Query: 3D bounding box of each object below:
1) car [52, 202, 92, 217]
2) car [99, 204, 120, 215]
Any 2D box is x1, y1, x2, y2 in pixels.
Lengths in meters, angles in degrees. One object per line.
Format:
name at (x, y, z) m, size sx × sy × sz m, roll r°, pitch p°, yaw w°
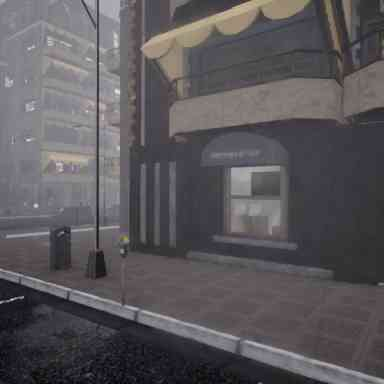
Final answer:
car at (-12.690, 1.821, 35.246) m, size 1.967 × 1.590 × 4.097 m, roll -1°, pitch -1°, yaw 35°
car at (-9.407, 2.063, 39.871) m, size 1.802 × 1.307 × 4.206 m, roll -1°, pitch -1°, yaw 35°
